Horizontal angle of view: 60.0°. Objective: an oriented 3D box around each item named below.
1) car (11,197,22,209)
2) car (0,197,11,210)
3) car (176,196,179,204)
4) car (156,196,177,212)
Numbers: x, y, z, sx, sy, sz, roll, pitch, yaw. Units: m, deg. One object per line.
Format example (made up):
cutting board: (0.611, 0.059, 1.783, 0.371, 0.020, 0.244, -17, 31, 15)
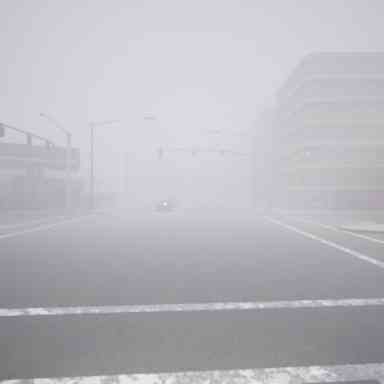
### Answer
car: (-24.021, 1.425, 42.621, 3.806, 1.475, 1.970, 0, 0, 1)
car: (-23.306, 1.268, 36.870, 4.611, 1.667, 2.242, 0, 0, 1)
car: (-3.216, 1.468, 48.448, 1.837, 1.490, 4.892, 0, 0, 0)
car: (-3.108, 1.519, 38.576, 2.033, 1.411, 5.357, 0, 0, -1)
